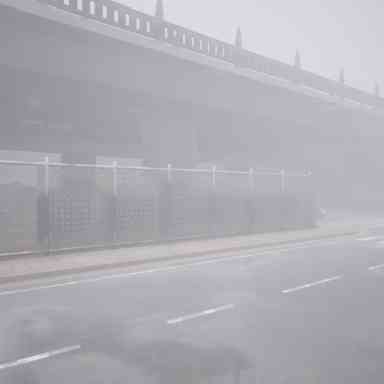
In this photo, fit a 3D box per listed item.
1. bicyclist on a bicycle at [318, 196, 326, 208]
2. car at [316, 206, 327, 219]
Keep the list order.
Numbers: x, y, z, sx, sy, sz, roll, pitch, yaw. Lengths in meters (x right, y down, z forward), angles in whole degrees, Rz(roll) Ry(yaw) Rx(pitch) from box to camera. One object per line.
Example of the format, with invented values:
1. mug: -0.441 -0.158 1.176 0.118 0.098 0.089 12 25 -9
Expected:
1. bicyclist on a bicycle: 16.684 1.301 42.717 1.656 1.620 0.582 0 0 -36
2. car: 9.102 1.491 28.521 2.128 1.511 4.902 0 0 -36
